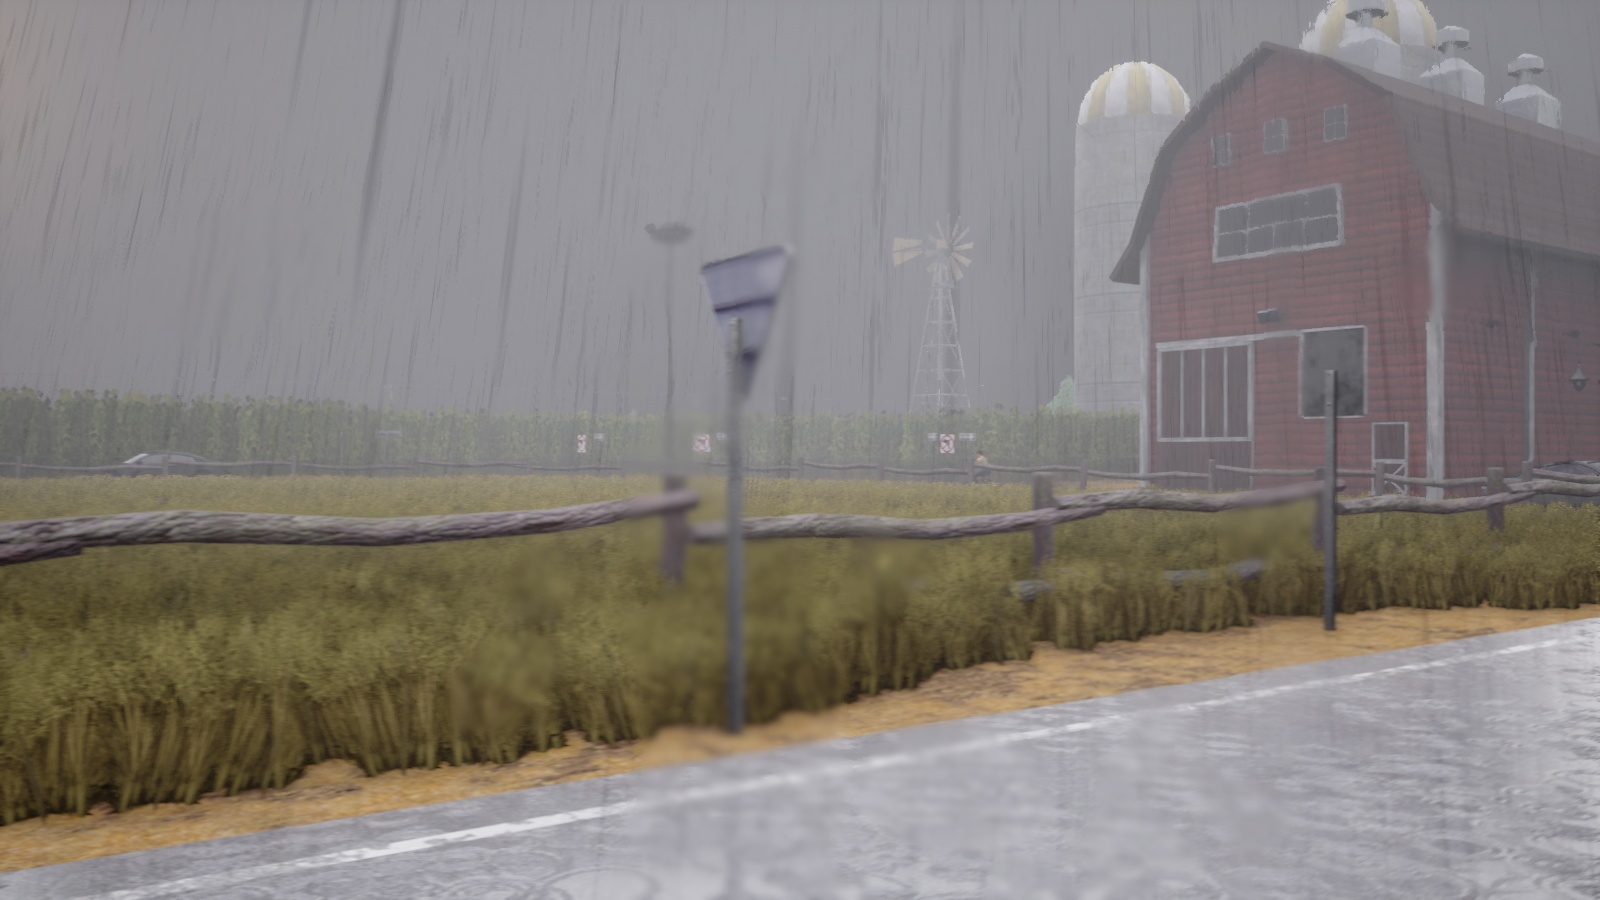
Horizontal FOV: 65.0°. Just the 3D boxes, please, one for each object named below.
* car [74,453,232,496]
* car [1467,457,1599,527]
[{"bbox_3d":[-23.982,0.880,46.621,5.008,1.535,1.882,0,0,-35],"label":"car"},{"bbox_3d":[16.383,0.838,25.926,1.994,1.385,4.181,0,0,-32],"label":"car"}]
